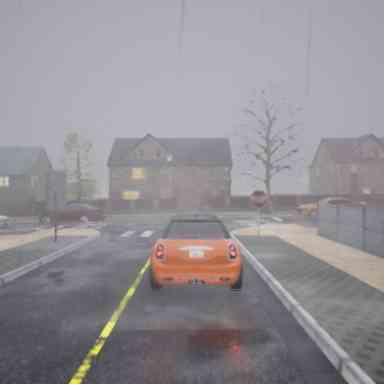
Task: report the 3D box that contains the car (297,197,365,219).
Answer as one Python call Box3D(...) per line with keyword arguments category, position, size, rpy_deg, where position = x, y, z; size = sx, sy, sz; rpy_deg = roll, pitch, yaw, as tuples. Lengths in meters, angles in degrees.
Box3D(category="car", position=(10.566, 1.166, 25.355), size=(5.008, 1.535, 1.882), rpy_deg=(-1, 1, 0))

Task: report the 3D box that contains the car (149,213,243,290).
Box3D(category="car", position=(0.097, 1.353, 9.250), size=(2.097, 1.767, 4.553), rpy_deg=(0, 0, 0))

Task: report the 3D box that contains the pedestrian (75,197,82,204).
Box3D(category="pedestrian", position=(-9.642, 1.265, 28.238), size=(0.375, 1.860, 0.375), rpy_deg=(0, 2, 0))

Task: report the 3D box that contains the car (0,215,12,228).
Box3D(category="car", position=(-14.663, 1.853, 22.377), size=(4.674, 1.442, 1.812), rpy_deg=(-1, 1, 0))

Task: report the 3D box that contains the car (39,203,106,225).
Box3D(category="car", position=(-9.098, 1.631, 25.278), size=(5.008, 1.535, 1.882), rpy_deg=(-1, 0, 8))
